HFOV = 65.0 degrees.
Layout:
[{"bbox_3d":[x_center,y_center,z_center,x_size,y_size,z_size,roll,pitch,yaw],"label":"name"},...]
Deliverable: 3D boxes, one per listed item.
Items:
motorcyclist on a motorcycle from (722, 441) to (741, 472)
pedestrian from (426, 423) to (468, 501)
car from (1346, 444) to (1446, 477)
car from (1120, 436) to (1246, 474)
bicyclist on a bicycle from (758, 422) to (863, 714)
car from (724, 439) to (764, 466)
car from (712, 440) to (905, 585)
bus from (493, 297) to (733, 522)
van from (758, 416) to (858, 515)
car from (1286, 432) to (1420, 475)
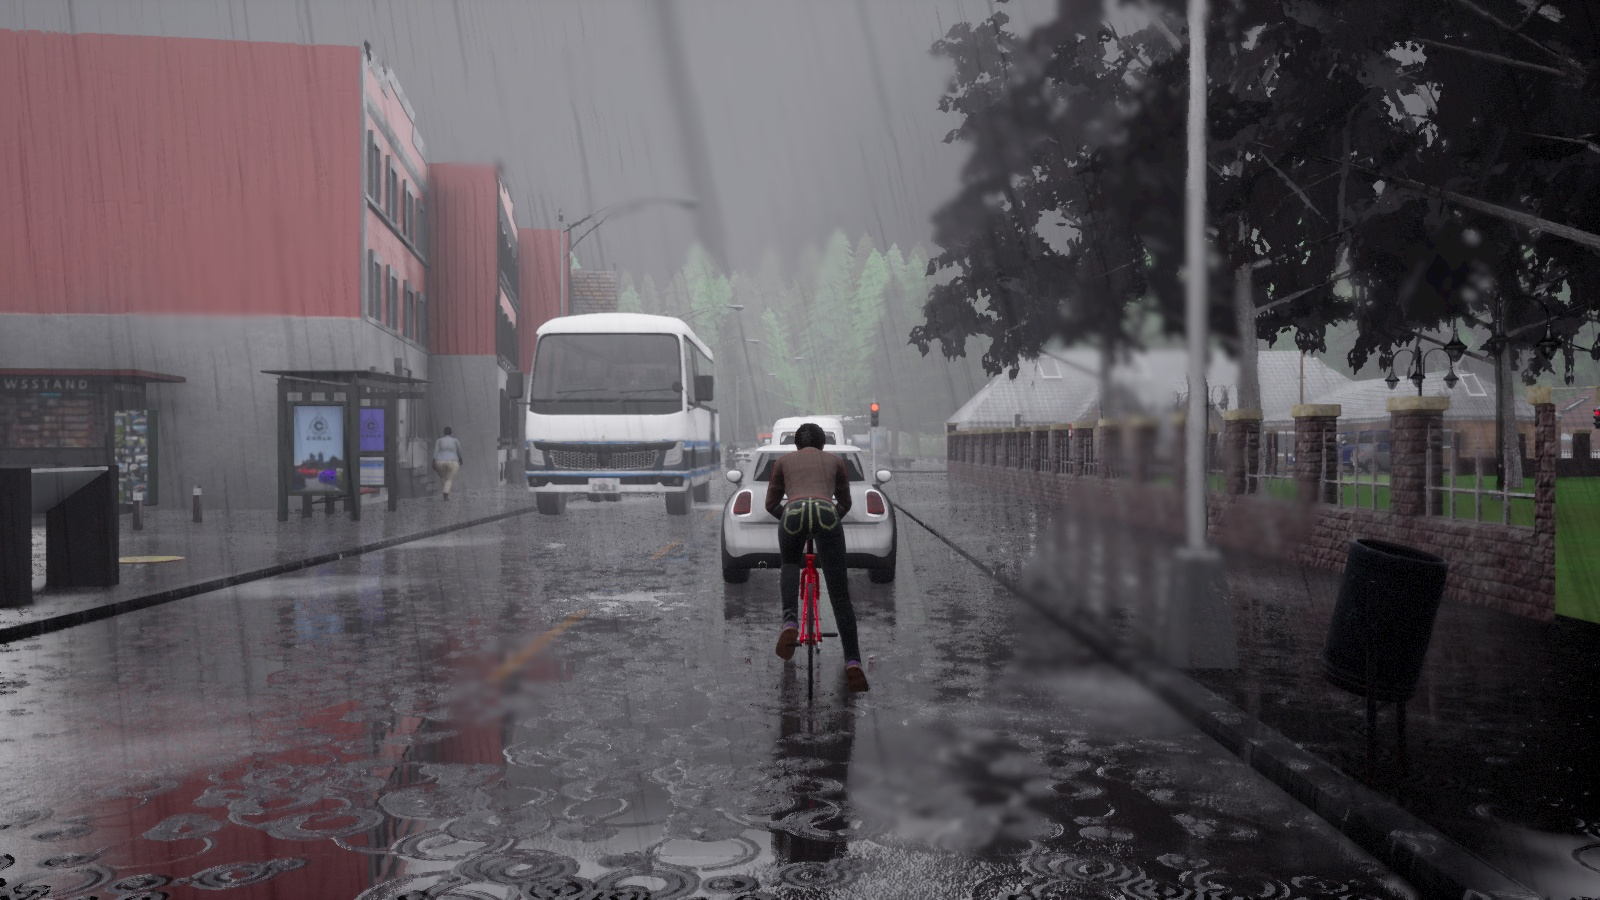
[{"bbox_3d":[-3.589,0.327,65.592,0.866,1.590,1.817,0,0,0],"label":"motorcyclist on a motorcycle"},{"bbox_3d":[-8.555,0.277,30.477,0.874,1.855,0.900,0,0,-8],"label":"pedestrian"},{"bbox_3d":[26.893,0.462,56.757,3.633,1.501,1.845,0,0,-1],"label":"car"},{"bbox_3d":[17.275,0.218,56.805,5.027,1.651,2.152,0,0,-1],"label":"car"},{"bbox_3d":[0.062,0.655,7.794,0.582,1.620,1.656,0,0,0],"label":"bicyclist on a bicycle"},{"bbox_3d":[-3.506,0.140,79.332,2.242,1.667,4.611,0,0,0],"label":"car"},{"bbox_3d":[0.104,0.629,14.715,1.970,1.475,3.806,0,0,0],"label":"car"},{"bbox_3d":[-3.811,-0.796,28.849,3.944,4.253,10.273,0,0,0],"label":"bus"},{"bbox_3d":[0.184,0.311,28.196,2.069,2.038,4.480,0,0,1],"label":"van"},{"bbox_3d":[26.718,0.144,60.805,5.566,2.045,2.150,0,0,0],"label":"car"}]
